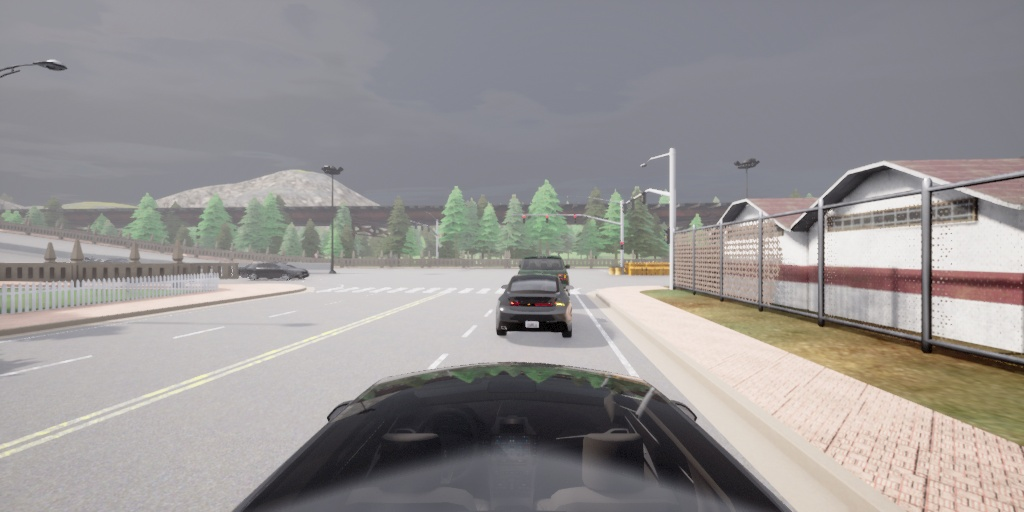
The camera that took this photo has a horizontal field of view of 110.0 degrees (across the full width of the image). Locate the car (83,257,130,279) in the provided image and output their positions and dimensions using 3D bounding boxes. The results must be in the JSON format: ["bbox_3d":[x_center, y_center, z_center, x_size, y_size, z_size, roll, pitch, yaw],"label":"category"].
[{"bbox_3d":[-33.855,0.975,30.665,4.553,1.767,2.097,2,0,5],"label":"car"}]

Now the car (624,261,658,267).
[{"bbox_3d":[15.737,1.338,41.492,4.718,1.301,1.895,0,0,4],"label":"car"}]

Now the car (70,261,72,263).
[{"bbox_3d":[-39.997,0.868,34.608,4.674,1.442,1.812,3,0,4],"label":"car"}]

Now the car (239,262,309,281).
[{"bbox_3d":[-19.251,1.247,29.493,4.892,1.490,1.837,0,0,7],"label":"car"}]

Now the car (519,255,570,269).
[{"bbox_3d":[1.449,0.967,16.276,2.150,2.045,5.566,0,0,7],"label":"car"}]

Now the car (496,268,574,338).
[{"bbox_3d":[0.695,1.252,10.264,1.837,1.490,4.892,0,0,6],"label":"car"}]
